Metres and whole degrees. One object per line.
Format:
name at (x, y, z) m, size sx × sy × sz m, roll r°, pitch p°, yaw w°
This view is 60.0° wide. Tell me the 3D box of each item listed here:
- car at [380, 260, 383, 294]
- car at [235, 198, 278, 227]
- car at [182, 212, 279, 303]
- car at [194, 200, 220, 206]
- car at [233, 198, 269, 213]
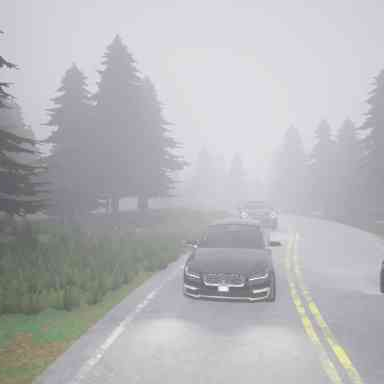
car at (4.494, 1.308, 4.645) m, size 2.097 × 1.767 × 4.553 m, roll -1°, pitch 0°, yaw 8°
car at (3.878, 1.270, 20.368) m, size 2.097 × 1.767 × 4.553 m, roll -1°, pitch 0°, yaw 5°
car at (1.092, 1.496, 8.415) m, size 1.837 × 1.490 × 4.892 m, roll -1°, pitch 0°, yaw 12°
car at (1.923, 1.799, 44.863) m, size 1.812 × 1.442 × 4.674 m, roll 3°, pitch -5°, yaw -35°
car at (6.206, 1.410, 35.737) m, size 1.837 × 1.490 × 4.892 m, roll 2°, pitch -1°, yaw -16°
